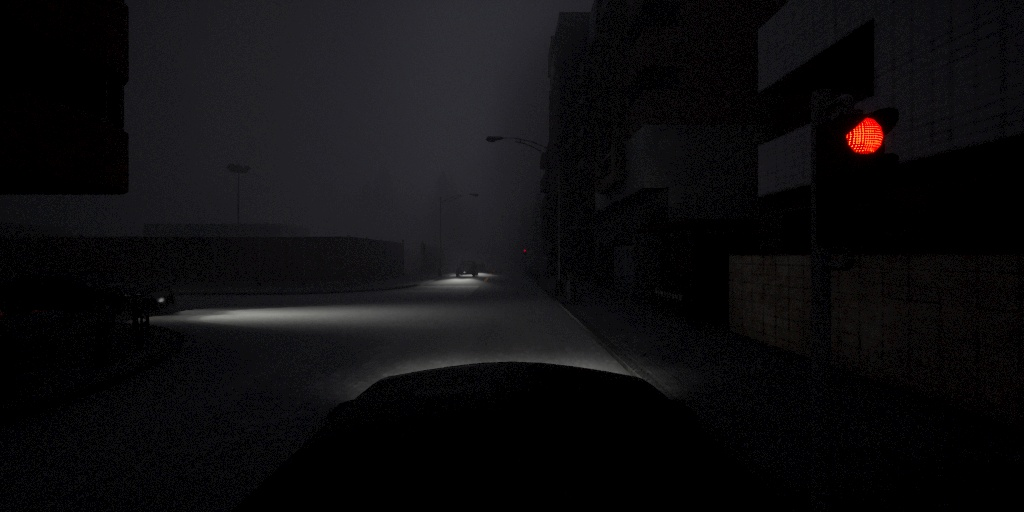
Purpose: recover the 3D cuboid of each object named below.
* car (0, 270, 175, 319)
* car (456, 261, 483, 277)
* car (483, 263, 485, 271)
[{"bbox_3d":[-14.426,1.242,12.247,4.902,1.511,2.128,0,0,0],"label":"car"},{"bbox_3d":[-4.410,1.242,35.665,2.128,1.511,4.902,0,0,0],"label":"car"},{"bbox_3d":[-4.477,1.351,45.779,1.895,1.301,4.718,0,0,0],"label":"car"}]
